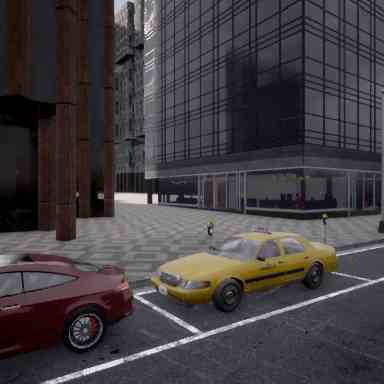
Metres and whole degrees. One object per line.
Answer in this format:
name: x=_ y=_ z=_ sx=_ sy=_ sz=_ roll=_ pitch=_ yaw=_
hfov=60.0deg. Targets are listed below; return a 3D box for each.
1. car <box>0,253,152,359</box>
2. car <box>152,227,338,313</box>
car: x=-2.879 y=1.582 z=4.596 sx=4.206 sy=1.307 sz=1.802 roll=0 pitch=0 yaw=-35
car: x=1.419 y=1.525 z=7.644 sx=4.829 sy=1.417 sz=1.752 roll=0 pitch=0 yaw=-35
